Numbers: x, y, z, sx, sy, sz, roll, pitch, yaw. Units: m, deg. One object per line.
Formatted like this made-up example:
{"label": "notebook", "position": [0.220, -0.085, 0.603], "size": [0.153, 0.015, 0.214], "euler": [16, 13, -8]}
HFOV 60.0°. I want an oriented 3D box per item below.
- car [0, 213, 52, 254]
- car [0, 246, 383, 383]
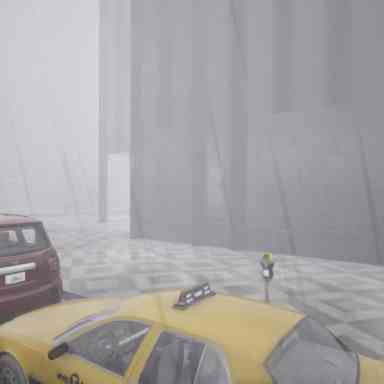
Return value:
{"label": "car", "position": [-4.461, 1.313, 6.148], "size": [5.009, 1.841, 2.192], "euler": [0, 0, 36]}
{"label": "car", "position": [-0.185, 1.525, 3.093], "size": [4.829, 1.417, 1.752], "euler": [0, 0, 36]}
